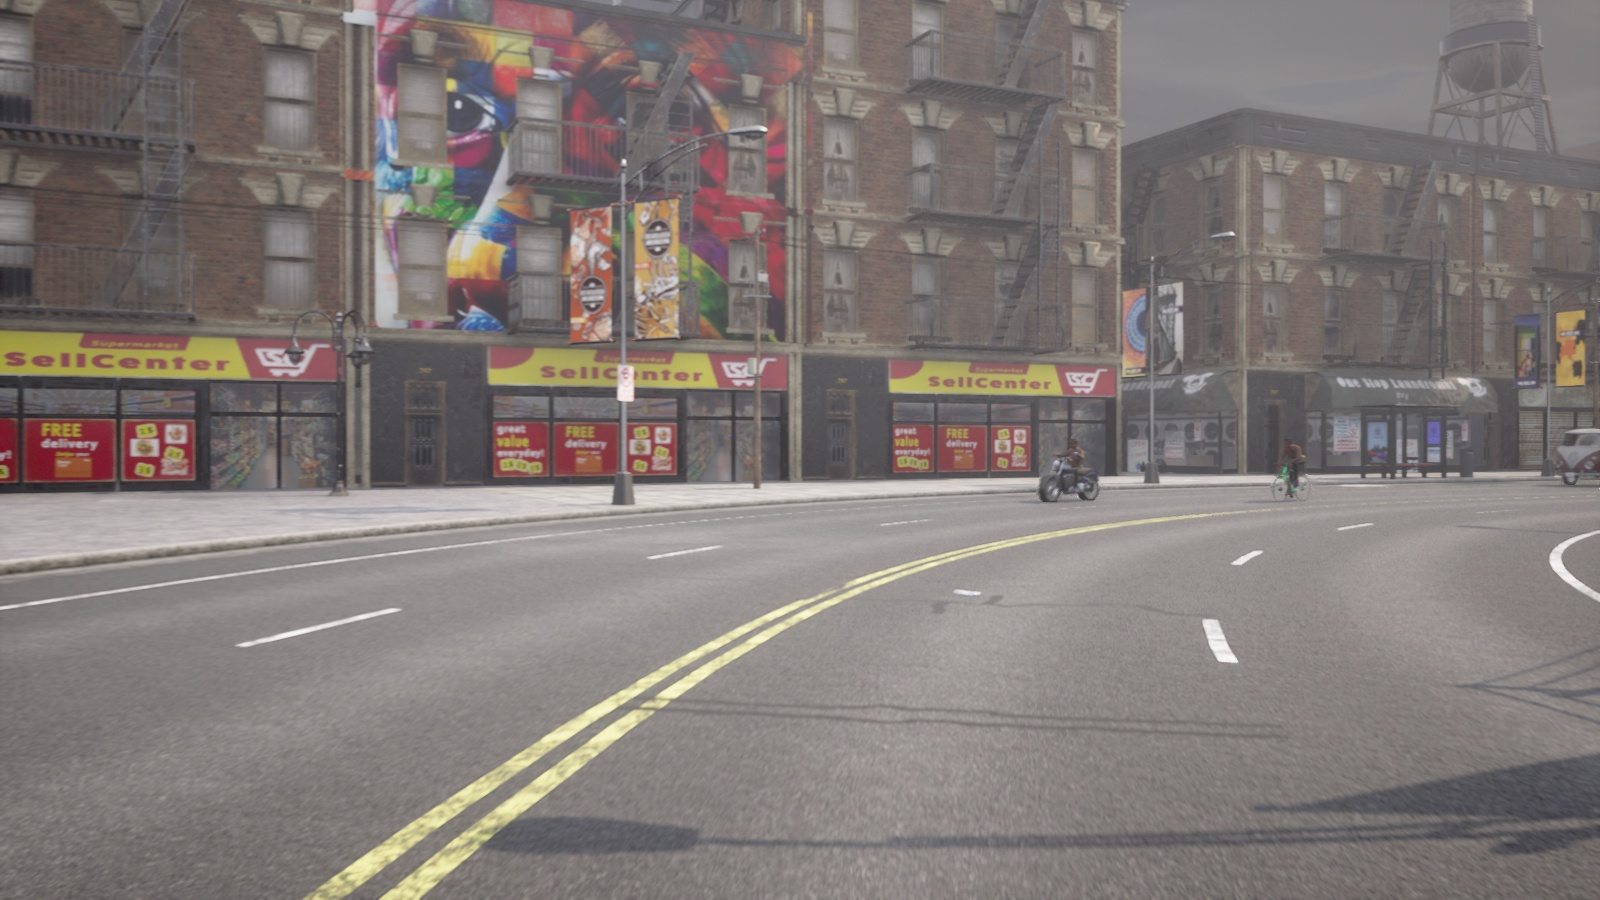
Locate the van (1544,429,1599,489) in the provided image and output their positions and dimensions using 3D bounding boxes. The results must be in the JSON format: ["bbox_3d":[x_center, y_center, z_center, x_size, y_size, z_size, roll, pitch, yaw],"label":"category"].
[{"bbox_3d":[28.310,0.298,43.863,4.442,1.987,1.775,0,0,-25],"label":"van"}]

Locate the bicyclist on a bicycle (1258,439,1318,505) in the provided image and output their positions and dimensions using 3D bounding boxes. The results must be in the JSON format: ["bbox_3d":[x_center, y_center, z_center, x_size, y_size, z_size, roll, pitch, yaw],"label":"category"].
[{"bbox_3d":[12.285,0.541,31.588,1.656,1.620,0.582,-1,1,-36],"label":"bicyclist on a bicycle"}]

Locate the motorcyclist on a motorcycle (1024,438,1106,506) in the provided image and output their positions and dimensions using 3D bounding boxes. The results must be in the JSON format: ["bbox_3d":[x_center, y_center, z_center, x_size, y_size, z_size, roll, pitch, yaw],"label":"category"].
[{"bbox_3d":[6.662,0.530,31.522,2.350,1.649,0.766,0,1,-42],"label":"motorcyclist on a motorcycle"}]
